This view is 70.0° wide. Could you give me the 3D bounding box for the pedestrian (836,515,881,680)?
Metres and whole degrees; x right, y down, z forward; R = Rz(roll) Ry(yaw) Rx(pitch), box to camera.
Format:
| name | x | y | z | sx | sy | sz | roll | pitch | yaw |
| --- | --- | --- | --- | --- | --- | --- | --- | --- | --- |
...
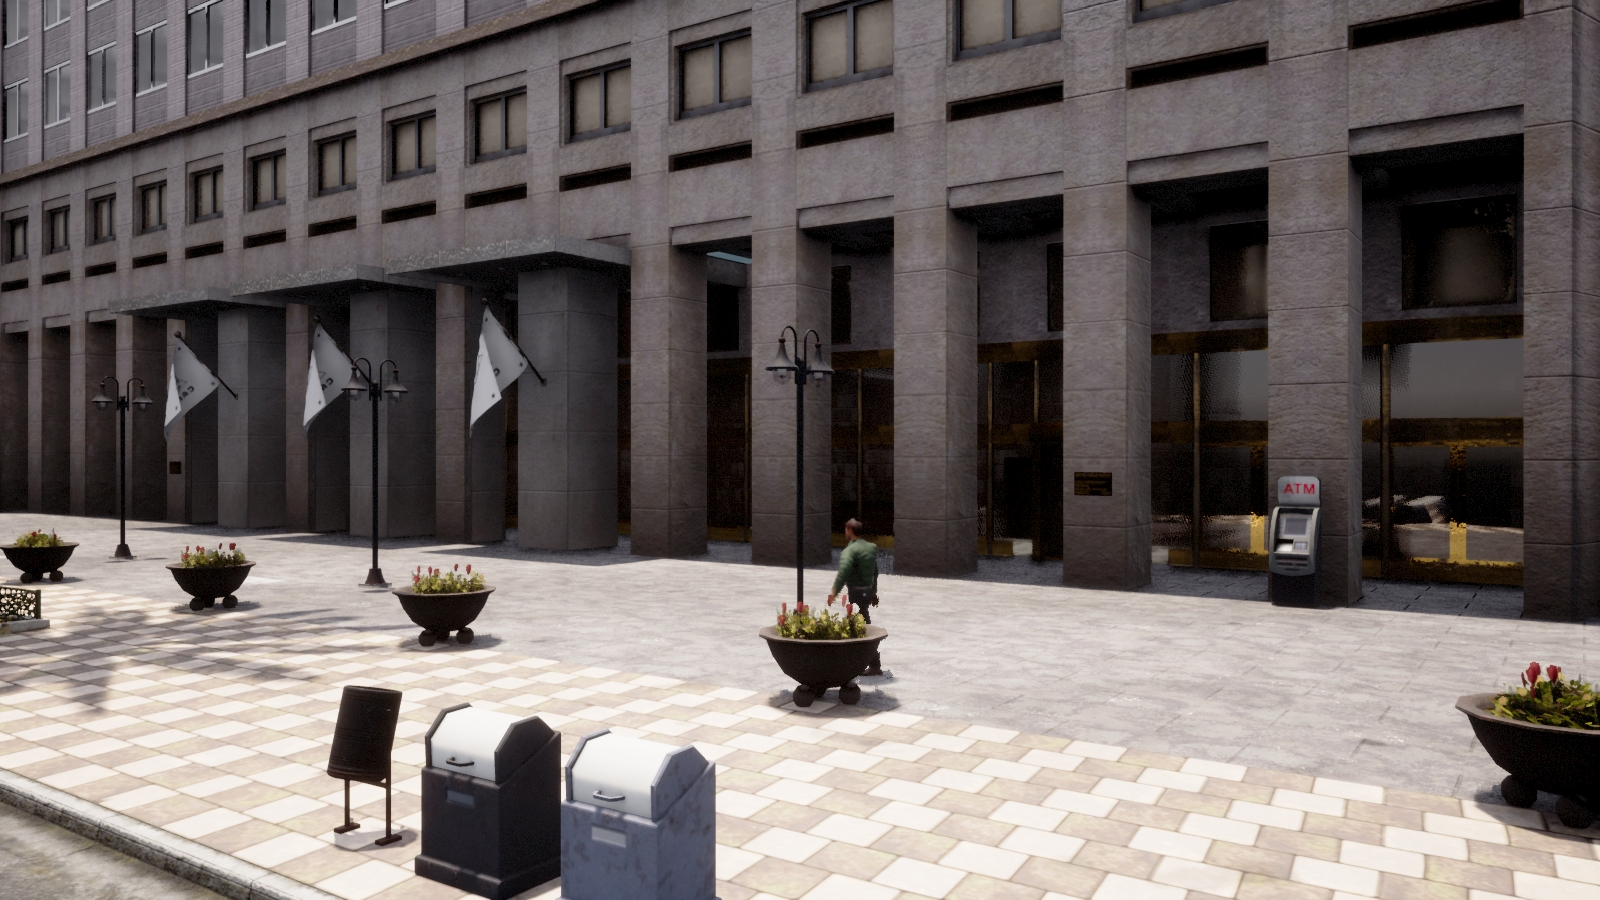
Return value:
| name | x | y | z | sx | sy | sz | roll | pitch | yaw |
| --- | --- | --- | --- | --- | --- | --- | --- | --- | --- |
| pedestrian | 0.678 | 1.698 | 13.296 | 0.375 | 1.860 | 0.375 | 0 | 0 | 40 |
